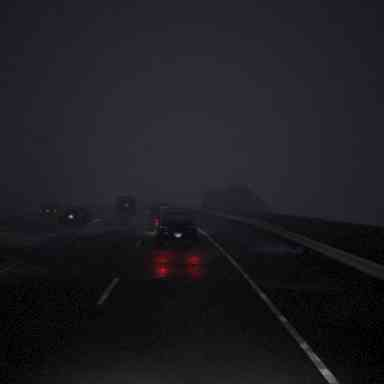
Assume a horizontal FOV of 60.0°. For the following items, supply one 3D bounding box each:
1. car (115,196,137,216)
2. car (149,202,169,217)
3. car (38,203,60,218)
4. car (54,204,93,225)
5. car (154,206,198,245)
[{"bbox_3d":[-7.187,1.488,36.356,2.150,2.045,5.566,0,0,-11],"label":"car"},{"bbox_3d":[-3.387,1.743,34.989,2.128,1.511,4.902,0,0,-11],"label":"car"},{"bbox_3d":[-13.600,1.798,32.729,2.033,1.411,5.357,0,0,-11],"label":"car"},{"bbox_3d":[-8.954,1.759,25.841,1.994,1.385,4.181,0,0,-8],"label":"car"},{"bbox_3d":[-0.781,1.642,16.284,1.812,1.442,4.674,0,0,-5],"label":"car"}]
